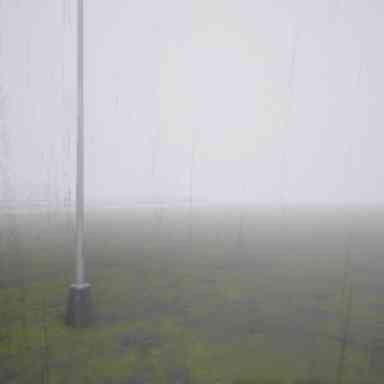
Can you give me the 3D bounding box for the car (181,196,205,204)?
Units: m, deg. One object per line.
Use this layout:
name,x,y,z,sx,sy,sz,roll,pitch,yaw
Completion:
car,0.161,1.421,60.980,1.895,1.301,4.718,1,1,44
